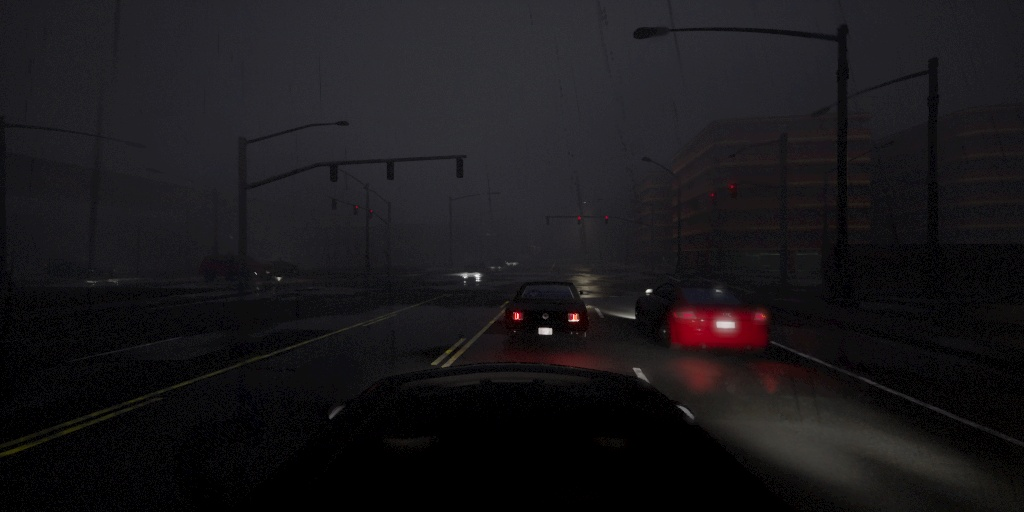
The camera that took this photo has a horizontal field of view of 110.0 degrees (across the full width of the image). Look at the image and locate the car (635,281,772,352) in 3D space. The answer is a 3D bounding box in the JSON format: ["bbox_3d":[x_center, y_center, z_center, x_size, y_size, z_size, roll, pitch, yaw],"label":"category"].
[{"bbox_3d":[4.435,1.314,8.990,1.994,1.385,4.181,0,0,7],"label":"car"}]

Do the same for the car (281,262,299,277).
[{"bbox_3d":[-22.171,1.241,32.922,4.902,1.511,2.128,0,0,7],"label":"car"}]

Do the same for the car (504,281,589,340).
[{"bbox_3d":[1.035,1.351,10.003,1.895,1.301,4.718,0,0,8],"label":"car"}]

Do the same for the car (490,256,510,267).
[{"bbox_3d":[-2.199,0.997,59.458,2.033,1.411,5.357,0,1,8],"label":"car"}]

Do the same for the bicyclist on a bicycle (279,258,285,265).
[{"bbox_3d":[-26.263,1.053,40.776,0.582,1.620,1.656,0,0,7],"label":"bicyclist on a bicycle"}]

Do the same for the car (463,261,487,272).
[{"bbox_3d":[-4.435,1.276,43.346,1.895,1.301,4.718,0,1,8],"label":"car"}]

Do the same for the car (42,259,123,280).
[{"bbox_3d":[-37.211,1.228,31.067,5.008,1.535,1.882,0,0,8],"label":"car"}]

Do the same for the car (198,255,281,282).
[{"bbox_3d":[-22.405,0.972,29.250,5.566,2.045,2.150,0,0,7],"label":"car"}]
